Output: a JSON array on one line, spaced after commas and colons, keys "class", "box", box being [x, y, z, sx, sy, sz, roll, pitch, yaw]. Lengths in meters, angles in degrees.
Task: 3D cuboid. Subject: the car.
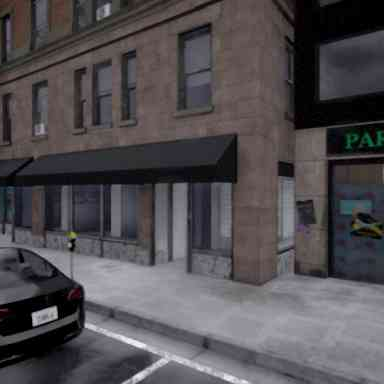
[{"class": "car", "box": [-3.502, 1.563, 5.311, 4.313, 1.339, 1.947, 0, 0, 36]}]
